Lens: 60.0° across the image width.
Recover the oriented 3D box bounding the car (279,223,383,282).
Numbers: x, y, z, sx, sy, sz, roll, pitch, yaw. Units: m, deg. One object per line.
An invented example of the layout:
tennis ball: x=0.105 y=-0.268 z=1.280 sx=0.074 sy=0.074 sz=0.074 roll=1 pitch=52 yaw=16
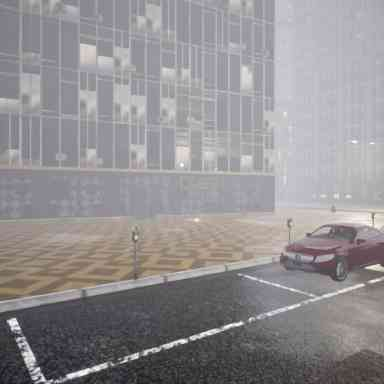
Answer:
car: x=4.383 y=1.579 z=9.697 sx=4.206 sy=1.307 sz=1.802 roll=0 pitch=0 yaw=-36
